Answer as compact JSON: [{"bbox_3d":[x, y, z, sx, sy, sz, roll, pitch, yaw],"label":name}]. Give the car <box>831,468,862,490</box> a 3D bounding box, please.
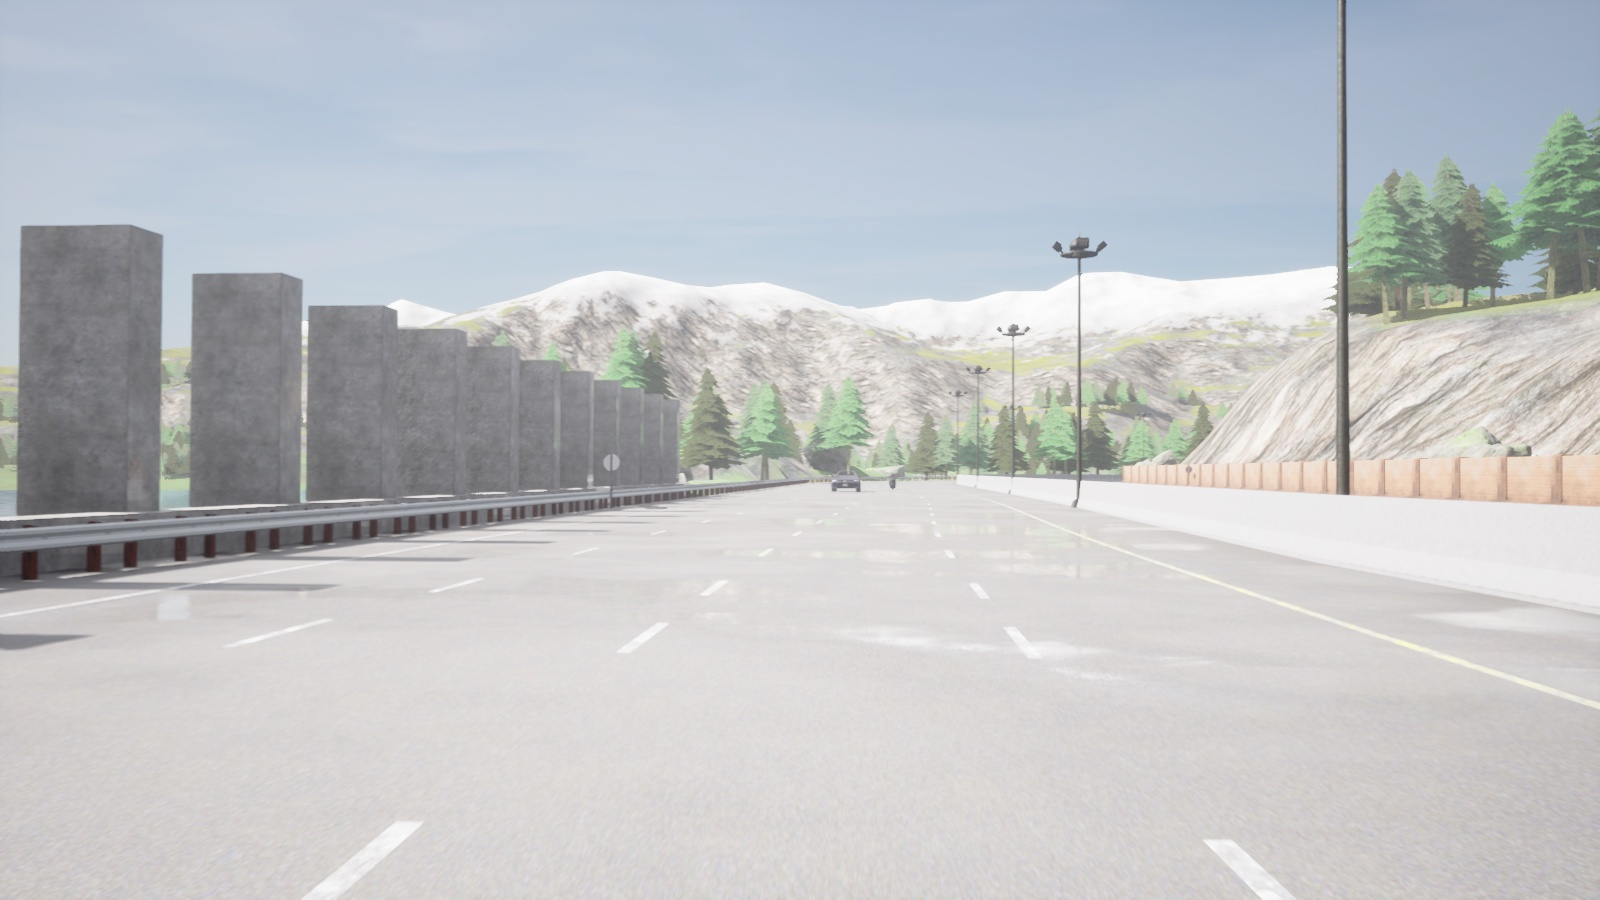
[{"bbox_3d":[3.558,2.172,95.064,2.152,1.651,5.027,0,-1,4],"label":"car"}]
